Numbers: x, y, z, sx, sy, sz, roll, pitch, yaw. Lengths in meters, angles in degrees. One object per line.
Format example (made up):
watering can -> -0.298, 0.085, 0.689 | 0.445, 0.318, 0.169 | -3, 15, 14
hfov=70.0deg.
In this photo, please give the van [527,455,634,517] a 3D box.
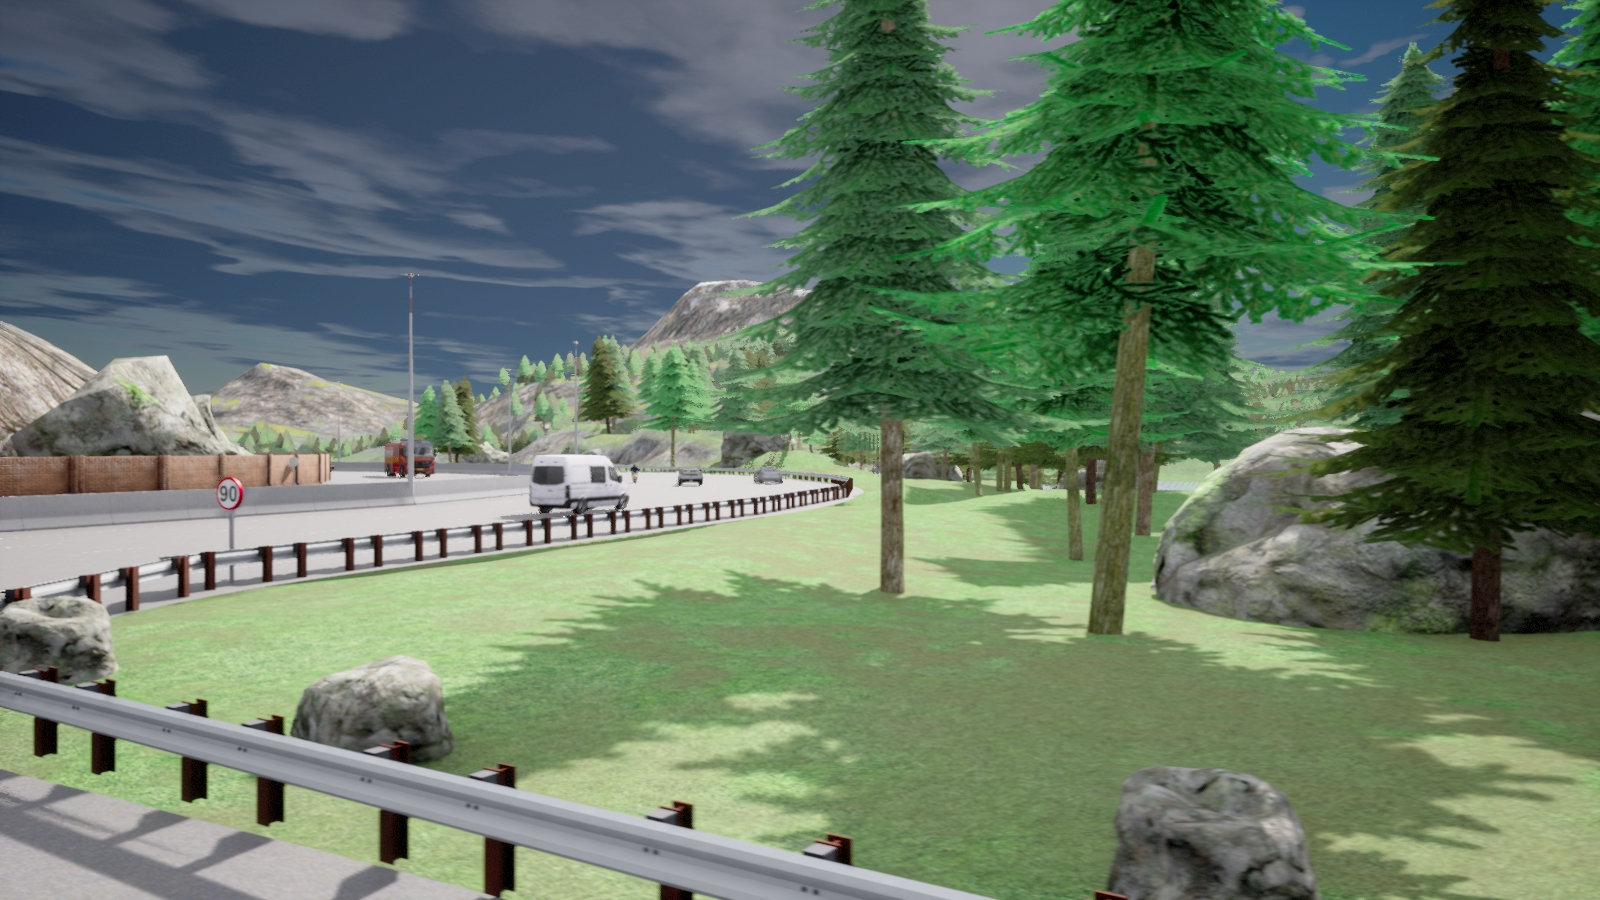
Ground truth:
van -> -9.682, 1.507, 50.934 | 1.988, 2.561, 5.915 | 0, 0, 19
